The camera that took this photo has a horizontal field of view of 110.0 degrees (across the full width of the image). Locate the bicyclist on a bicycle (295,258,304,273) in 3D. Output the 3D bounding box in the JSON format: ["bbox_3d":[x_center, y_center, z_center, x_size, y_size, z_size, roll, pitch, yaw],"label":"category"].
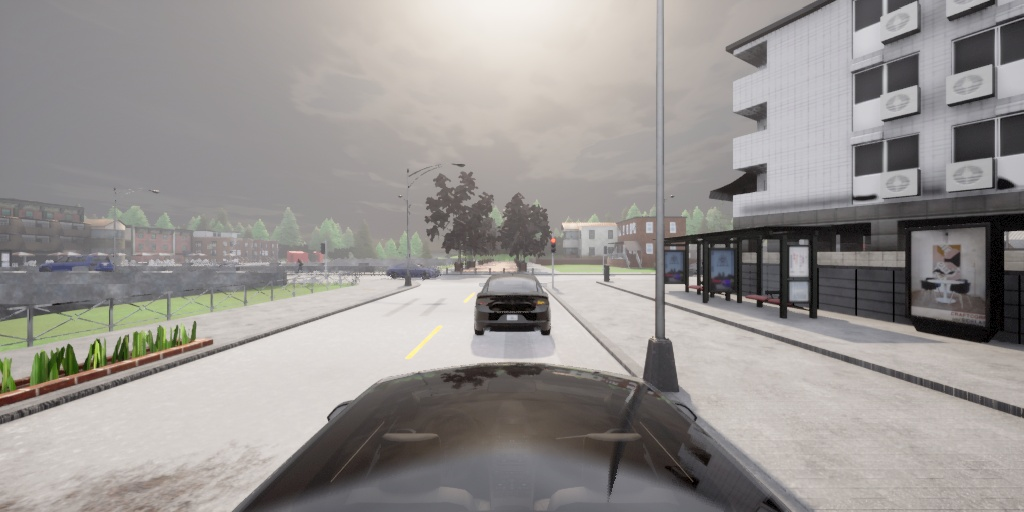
[{"bbox_3d":[-23.462,1.099,39.554,0.582,1.620,1.656,0,0,0],"label":"bicyclist on a bicycle"}]

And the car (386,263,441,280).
[{"bbox_3d":[-8.364,1.275,30.545,4.674,1.442,1.812,0,0,12],"label":"car"}]

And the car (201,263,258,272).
[{"bbox_3d":[-24.475,1.314,31.155,4.181,1.385,1.994,0,0,0],"label":"car"}]

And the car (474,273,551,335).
[{"bbox_3d":[0.025,1.228,10.502,1.882,1.535,5.008,0,0,0],"label":"car"}]

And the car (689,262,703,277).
[{"bbox_3d":[18.419,1.314,35.414,4.181,1.385,1.994,0,0,0],"label":"car"}]

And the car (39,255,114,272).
[{"bbox_3d":[-42.686,0.971,35.231,5.566,2.045,2.150,0,0,0],"label":"car"}]
